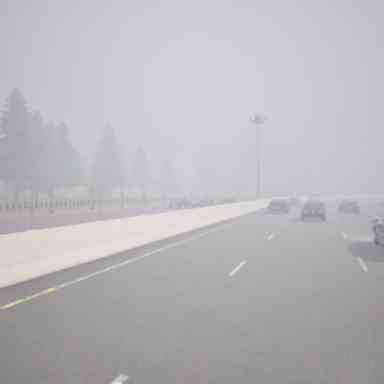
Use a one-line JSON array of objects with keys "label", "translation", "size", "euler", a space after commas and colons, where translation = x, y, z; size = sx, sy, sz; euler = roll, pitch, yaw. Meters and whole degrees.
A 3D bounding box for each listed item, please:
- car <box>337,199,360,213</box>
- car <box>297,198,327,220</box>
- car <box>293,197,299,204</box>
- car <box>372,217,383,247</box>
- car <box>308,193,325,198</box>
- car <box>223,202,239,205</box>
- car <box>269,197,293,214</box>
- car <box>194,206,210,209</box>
[{"label": "car", "translation": [17.522, 1.508, 37.294], "size": [1.812, 1.442, 4.674], "euler": [0, 0, 21]}, {"label": "car", "translation": [10.145, 1.532, 27.730], "size": [2.033, 1.411, 5.357], "euler": [0, 0, 21]}, {"label": "car", "translation": [17.032, 1.496, 55.348], "size": [1.812, 1.442, 4.674], "euler": [0, 0, 23]}, {"label": "car", "translation": [8.113, 1.500, 12.518], "size": [1.837, 1.490, 4.892], "euler": [0, 0, 21]}, {"label": "car", "translation": [19.317, 1.191, 51.721], "size": [2.150, 2.045, 5.566], "euler": [0, 0, 22]}, {"label": "car", "translation": [4.935, 1.482, 43.872], "size": [2.128, 1.511, 4.902], "euler": [0, 0, 21]}, {"label": "car", "translation": [9.429, 1.457, 35.707], "size": [1.882, 1.535, 5.008], "euler": [0, 0, 21]}, {"label": "car", "translation": [1.663, 1.574, 45.114], "size": [2.033, 1.411, 5.357], "euler": [0, 0, 21]}]
